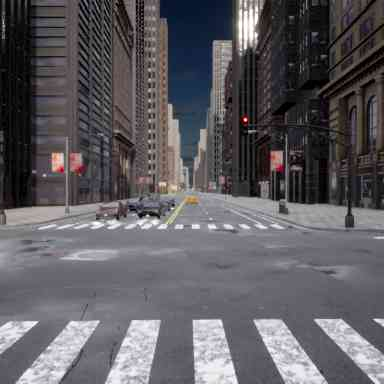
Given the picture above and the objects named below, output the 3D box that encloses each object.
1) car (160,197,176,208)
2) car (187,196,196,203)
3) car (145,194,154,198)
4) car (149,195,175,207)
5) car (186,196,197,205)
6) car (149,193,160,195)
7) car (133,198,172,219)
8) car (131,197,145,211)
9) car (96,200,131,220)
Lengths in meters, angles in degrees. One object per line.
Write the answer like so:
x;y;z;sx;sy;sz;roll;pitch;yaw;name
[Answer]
-3.462;1.509;49.667;2.033;1.411;5.357;0;0;0;car
-0.063;1.520;69.999;1.895;1.301;4.718;0;0;0;car
-6.703;1.470;47.287;1.837;1.490;4.892;0;0;0;car
-3.432;1.465;39.115;2.128;1.511;4.902;0;0;0;car
-0.040;1.422;59.613;1.882;1.535;5.008;0;0;0;car
-6.688;1.170;57.736;2.150;2.045;5.566;0;0;1;car
-3.387;1.530;29.376;2.033;1.411;5.357;0;0;4;car
-6.681;1.577;37.047;1.895;1.301;4.718;0;0;0;car
-6.658;1.510;27.939;1.812;1.442;4.674;0;0;0;car
